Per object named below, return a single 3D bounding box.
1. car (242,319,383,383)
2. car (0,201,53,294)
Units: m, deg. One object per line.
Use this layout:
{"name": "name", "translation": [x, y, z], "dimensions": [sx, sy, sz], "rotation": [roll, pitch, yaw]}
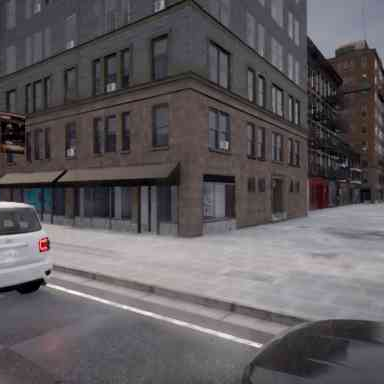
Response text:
{"name": "car", "translation": [2.605, 1.505, 1.829], "dimensions": [4.892, 1.490, 1.837], "rotation": [0, 0, 36]}
{"name": "car", "translation": [-5.465, 1.221, 7.574], "dimensions": [5.566, 2.045, 2.150], "rotation": [0, 0, 36]}
